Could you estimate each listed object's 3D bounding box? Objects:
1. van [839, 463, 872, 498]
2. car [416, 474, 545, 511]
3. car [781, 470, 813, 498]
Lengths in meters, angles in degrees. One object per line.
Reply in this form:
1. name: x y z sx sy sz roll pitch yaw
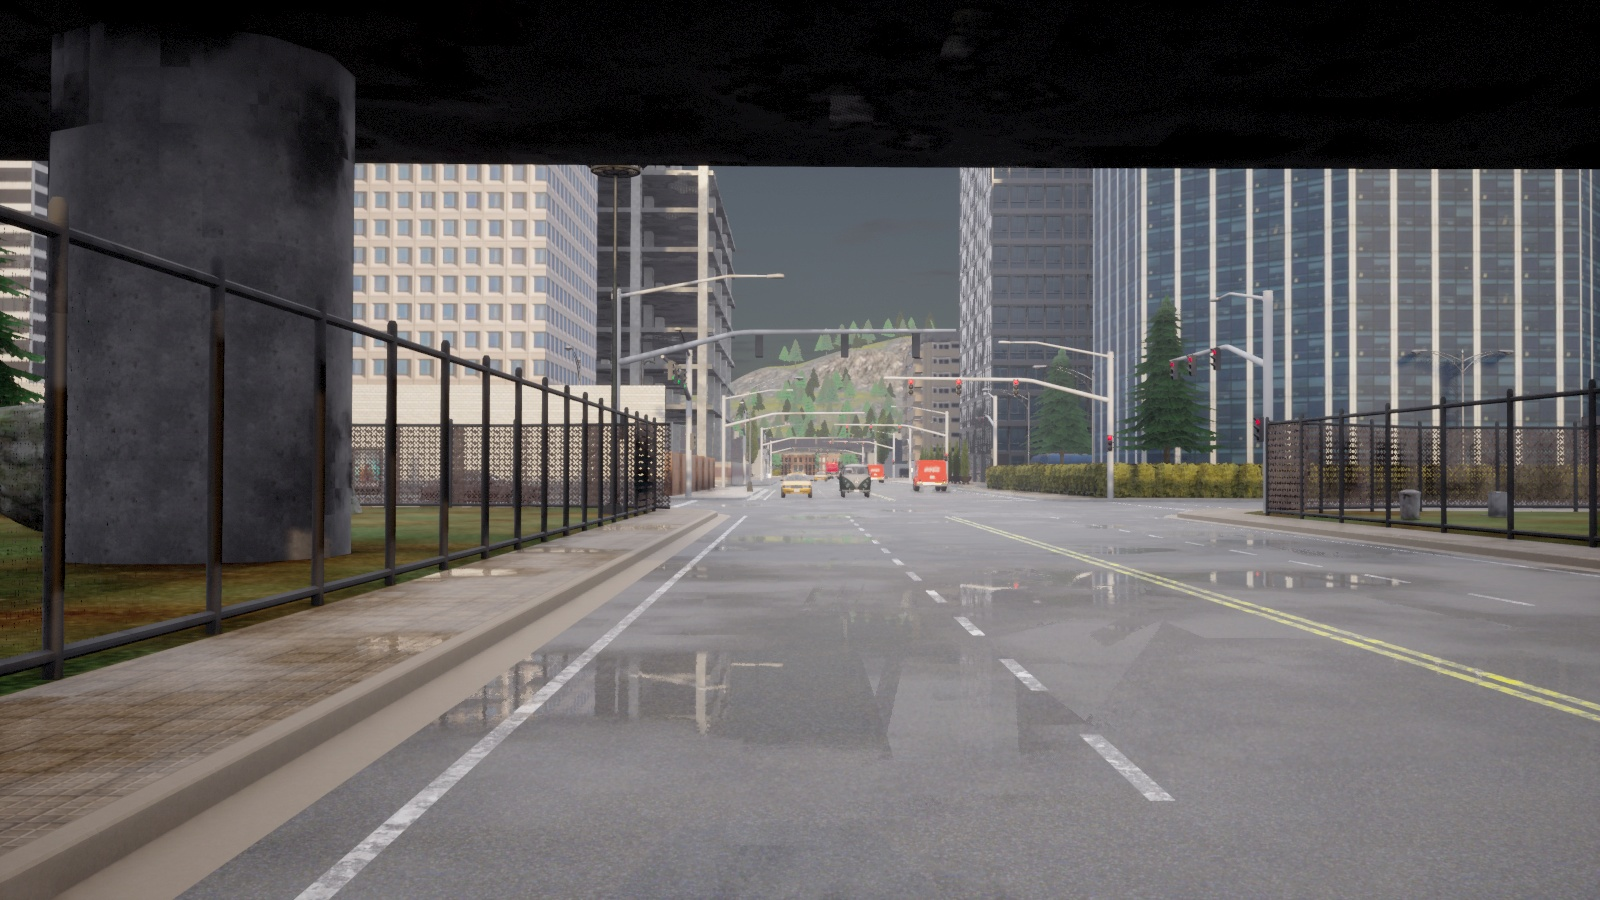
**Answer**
1. van: 3.321 1.820 75.588 1.775 1.987 4.442 0 -1 0
2. car: -12.717 1.676 50.171 4.674 1.442 1.812 0 -1 0
3. car: -0.175 1.995 74.092 1.801 1.575 5.366 0 -1 0
